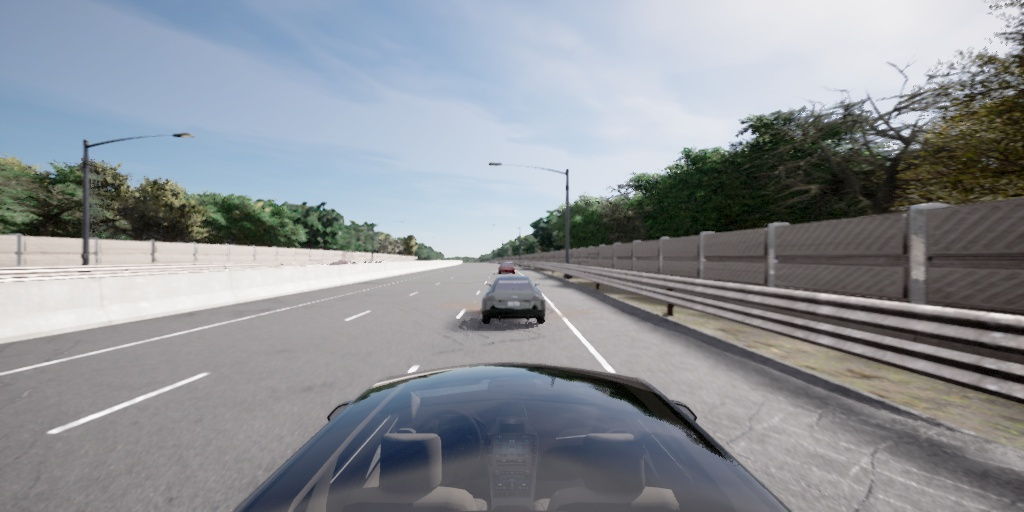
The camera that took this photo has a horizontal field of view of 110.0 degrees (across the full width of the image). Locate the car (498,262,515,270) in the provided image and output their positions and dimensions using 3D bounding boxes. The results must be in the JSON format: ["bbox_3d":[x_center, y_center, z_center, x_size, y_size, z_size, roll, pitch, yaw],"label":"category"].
[{"bbox_3d":[-0.693,1.453,44.597,1.994,1.385,4.181,0,0,-2],"label":"car"}]

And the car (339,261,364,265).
[{"bbox_3d":[-22.110,1.503,50.815,1.895,1.301,4.718,0,0,-2],"label":"car"}]

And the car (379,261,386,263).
[{"bbox_3d":[-18.616,1.472,51.128,1.994,1.385,4.181,0,0,-2],"label":"car"}]

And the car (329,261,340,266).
[{"bbox_3d":[-25.721,1.442,53.790,1.812,1.442,4.674,0,0,-2],"label":"car"}]

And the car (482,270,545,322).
[{"bbox_3d":[0.036,1.367,12.474,1.994,1.385,4.181,0,0,-1],"label":"car"}]
